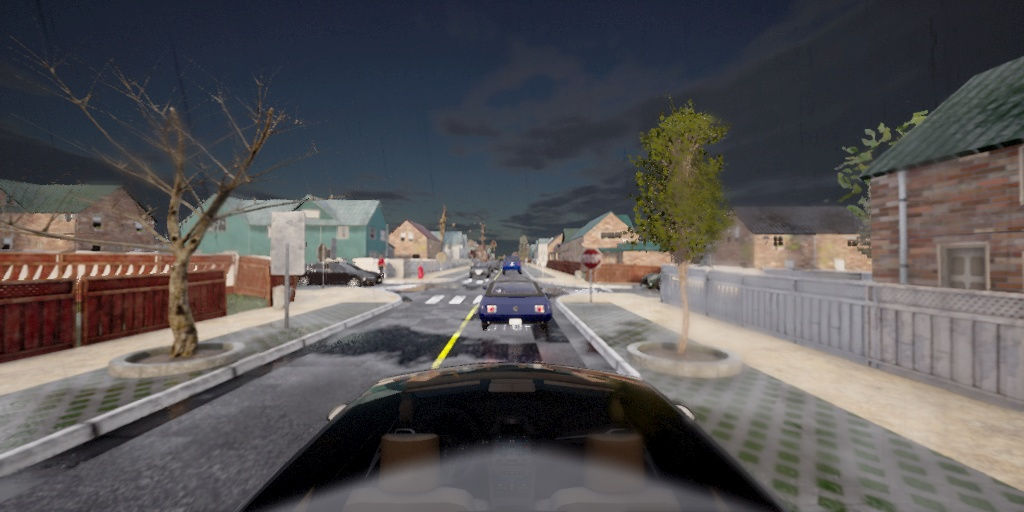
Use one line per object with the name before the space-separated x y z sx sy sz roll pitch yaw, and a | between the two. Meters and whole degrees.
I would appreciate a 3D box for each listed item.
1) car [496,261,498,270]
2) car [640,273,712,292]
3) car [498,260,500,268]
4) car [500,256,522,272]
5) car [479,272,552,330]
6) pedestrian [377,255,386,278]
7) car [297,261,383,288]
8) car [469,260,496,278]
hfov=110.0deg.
car | -2.999 1.434 43.552 1.895 1.301 4.718 0 0 0
car | 10.927 1.431 23.756 4.553 1.767 2.097 1 -1 -1
car | -3.035 1.375 53.673 1.837 1.490 4.892 0 0 0
car | -0.023 1.053 43.040 2.150 2.045 5.566 0 0 -1
car | 0.017 1.361 11.208 1.895 1.301 4.718 0 0 -2
pedestrian | -9.720 0.806 26.630 0.375 1.860 0.375 0 -2 0
car | -9.848 1.060 20.377 4.892 1.490 1.837 1 -1 5
car | -2.967 1.297 34.251 2.128 1.511 4.902 0 0 0
